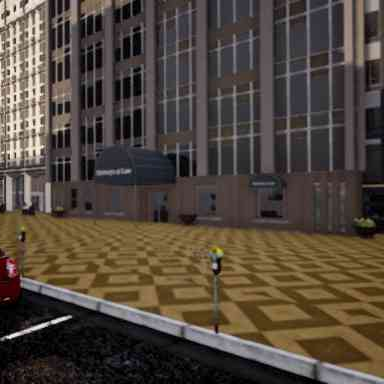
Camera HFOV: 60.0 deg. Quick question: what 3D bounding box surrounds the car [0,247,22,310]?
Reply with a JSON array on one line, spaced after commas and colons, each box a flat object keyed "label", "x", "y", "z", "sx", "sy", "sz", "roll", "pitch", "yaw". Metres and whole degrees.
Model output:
[{"label": "car", "x": -5.229, "y": 1.461, "z": 6.606, "sx": 4.097, "sy": 1.590, "sz": 1.967, "roll": 0, "pitch": 0, "yaw": 35}]
